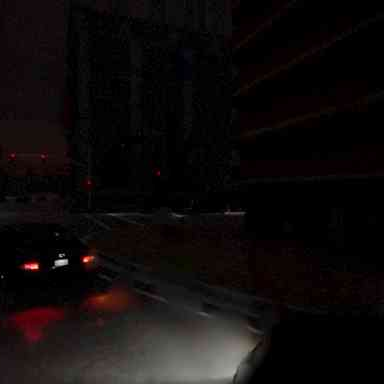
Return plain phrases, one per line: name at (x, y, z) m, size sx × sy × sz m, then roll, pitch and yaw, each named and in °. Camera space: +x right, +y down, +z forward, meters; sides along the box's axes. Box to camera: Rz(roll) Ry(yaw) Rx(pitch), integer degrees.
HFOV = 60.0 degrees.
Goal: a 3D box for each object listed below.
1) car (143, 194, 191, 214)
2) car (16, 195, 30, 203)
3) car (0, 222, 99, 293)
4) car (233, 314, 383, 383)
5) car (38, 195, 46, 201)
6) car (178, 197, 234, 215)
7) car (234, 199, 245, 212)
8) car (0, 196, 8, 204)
car at (-2.521, 1.277, 36.480) m, size 5.566 × 2.045 × 2.150 m, roll 0°, pitch 0°, yaw -23°
car at (-35.139, 1.478, 68.719) m, size 1.882 × 1.535 × 5.008 m, roll 0°, pitch 0°, yaw -23°
car at (-4.340, 1.547, 9.023) m, size 2.033 × 1.411 × 5.357 m, roll 0°, pitch 0°, yaw -39°
car at (2.884, 1.547, 2.009) m, size 5.357 × 1.411 × 2.033 m, roll 0°, pitch 0°, yaw 35°
car at (-37.091, 1.540, 82.286) m, size 2.033 × 1.411 × 5.357 m, roll 0°, pitch 0°, yaw -23°
car at (1.470, 1.560, 34.348) m, size 4.892 × 1.490 × 1.837 m, roll 0°, pitch 0°, yaw -23°
car at (6.629, 1.560, 40.281) m, size 4.892 × 1.490 × 1.837 m, roll 0°, pitch 0°, yaw -23°
car at (-37.679, 1.540, 65.742) m, size 2.033 × 1.411 × 5.357 m, roll 0°, pitch 0°, yaw -23°
